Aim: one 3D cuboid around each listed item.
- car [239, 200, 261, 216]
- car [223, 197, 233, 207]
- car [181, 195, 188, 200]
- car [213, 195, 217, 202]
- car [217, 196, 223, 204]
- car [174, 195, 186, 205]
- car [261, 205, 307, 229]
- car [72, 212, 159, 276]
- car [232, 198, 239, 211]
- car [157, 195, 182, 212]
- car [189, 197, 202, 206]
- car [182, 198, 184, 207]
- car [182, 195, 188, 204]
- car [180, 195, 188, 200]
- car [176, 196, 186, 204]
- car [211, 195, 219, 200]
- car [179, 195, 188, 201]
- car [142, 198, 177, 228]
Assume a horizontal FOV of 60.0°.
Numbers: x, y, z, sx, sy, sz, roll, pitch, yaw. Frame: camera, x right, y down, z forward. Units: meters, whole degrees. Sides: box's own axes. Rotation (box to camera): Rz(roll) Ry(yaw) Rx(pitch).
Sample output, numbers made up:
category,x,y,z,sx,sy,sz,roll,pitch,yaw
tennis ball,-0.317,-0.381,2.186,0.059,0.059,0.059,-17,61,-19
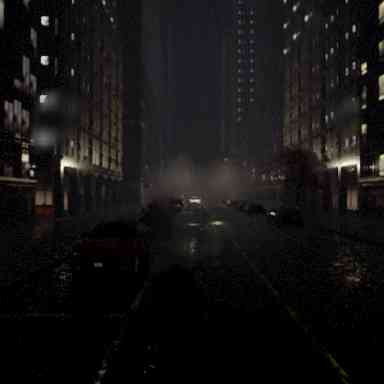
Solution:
category,x,y,z,sx,sy,sz,roll,pitch,yaw
car,6.131,1.619,33.106,1.802,1.307,4.206,1,0,0
car,6.175,1.557,50.300,1.752,1.417,4.829,1,0,0
car,-2.093,1.492,95.573,2.008,1.369,4.403,1,0,0
car,6.230,1.552,72.830,1.887,1.381,4.507,1,0,0
car,6.202,1.587,61.480,1.947,1.339,4.313,1,0,0
car,-2.177,1.434,61.519,1.967,1.590,4.097,1,0,0
car,6.103,1.601,21.757,1.947,1.339,4.313,1,0,0
car,-2.305,1.546,10.437,1.887,1.381,4.507,1,0,0
car,6.146,1.619,38.780,1.802,1.307,4.206,1,0,0
car,-2.260,1.324,27.466,2.192,1.841,5.009,1,0,0
car,0.486,1.535,53.959,1.812,1.442,4.674,0,0,0
car,-2.235,1.591,38.815,1.802,1.307,4.206,1,0,0
car,-2.204,1.319,50.168,2.192,1.841,5.009,1,0,0
car,-2.107,1.498,89.895,1.887,1.381,4.507,1,0,0
car,-2.164,1.513,67.025,1.752,1.417,4.829,1,0,0
car,6.273,1.525,89.851,1.887,1.381,4.507,1,0,0
car,-2.122,1.529,84.221,1.947,1.339,4.313,1,0,0
car,-2.276,1.448,21.790,1.967,1.590,4.097,1,0,0
